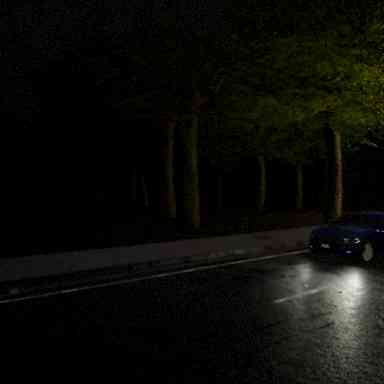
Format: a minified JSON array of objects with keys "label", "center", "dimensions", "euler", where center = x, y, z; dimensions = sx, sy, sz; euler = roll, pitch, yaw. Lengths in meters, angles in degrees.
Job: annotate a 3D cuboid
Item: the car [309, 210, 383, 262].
[{"label":"car","center":[6.348,1.468,12.229],"dimensions":[5.008,1.535,1.882],"euler":[0,0,-36]}]
